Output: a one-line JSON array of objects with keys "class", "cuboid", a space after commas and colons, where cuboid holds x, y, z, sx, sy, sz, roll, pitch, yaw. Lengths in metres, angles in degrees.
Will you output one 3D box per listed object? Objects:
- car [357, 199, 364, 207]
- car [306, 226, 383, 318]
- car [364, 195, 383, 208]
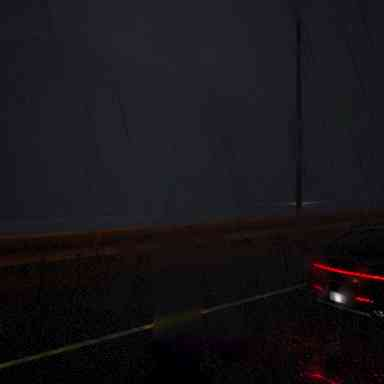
[{"class": "car", "cuboid": [24.092, 1.163, 43.983, 5.008, 1.535, 1.882, 0, 0, -26]}, {"class": "car", "cuboid": [4.403, 1.455, 6.880, 4.892, 1.490, 1.837, -1, 1, -35]}, {"class": "car", "cuboid": [23.541, 1.254, 39.844, 5.357, 1.411, 2.033, 0, 0, -27]}]
